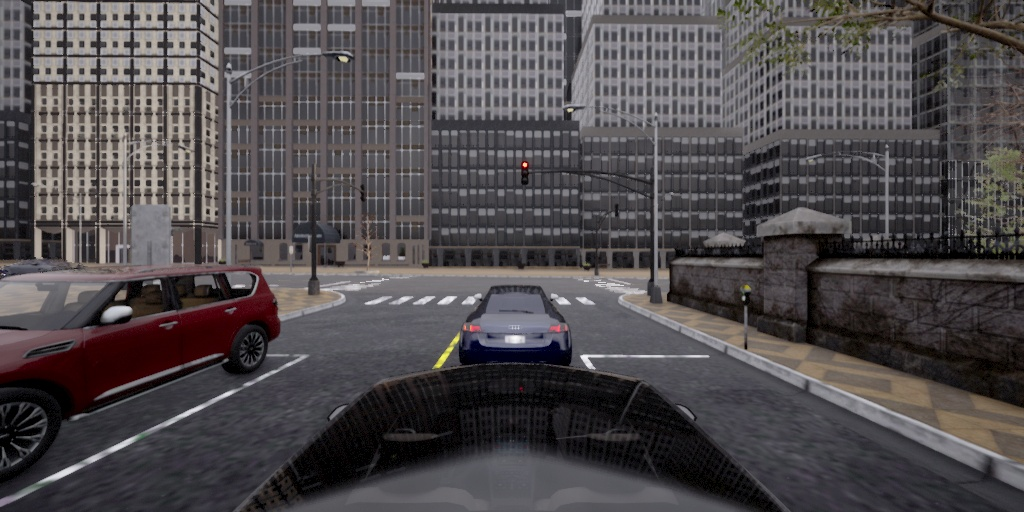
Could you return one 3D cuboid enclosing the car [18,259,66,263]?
[{"bbox_3d":[-31.382,0.921,24.132,4.181,1.385,1.994,1,0,-1],"label":"car"}]

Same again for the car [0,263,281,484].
[{"bbox_3d":[-5.364,1.062,4.749,2.192,1.841,5.009,0,0,0],"label":"car"}]

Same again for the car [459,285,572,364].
[{"bbox_3d":[0.088,1.309,7.767,1.994,1.385,4.181,0,0,1],"label":"car"}]
